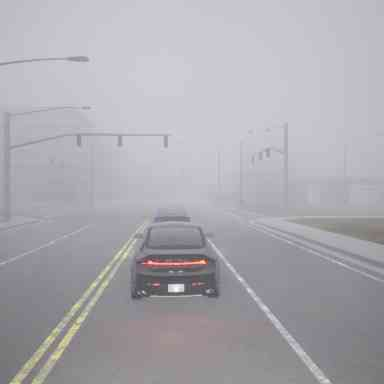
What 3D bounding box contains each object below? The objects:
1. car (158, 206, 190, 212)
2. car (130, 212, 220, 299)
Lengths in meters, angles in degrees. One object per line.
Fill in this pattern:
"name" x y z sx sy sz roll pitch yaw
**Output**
"car" -1.086 1.478 17.956 1.882 1.535 5.008 0 0 -4
"car" -0.445 1.505 8.484 1.837 1.490 4.892 0 0 -4
